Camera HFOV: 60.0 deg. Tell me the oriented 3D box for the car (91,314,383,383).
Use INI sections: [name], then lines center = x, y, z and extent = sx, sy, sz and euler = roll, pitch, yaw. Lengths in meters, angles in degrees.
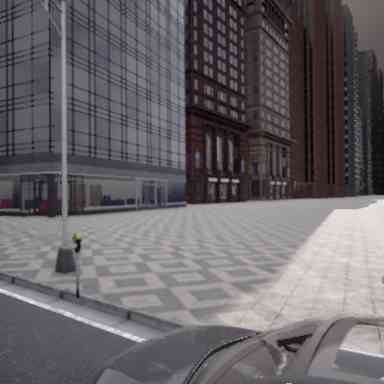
[car]
center = 1.115, 1.550, 2.063
extent = 4.403, 1.369, 2.008
euler = 0, -1, 35
